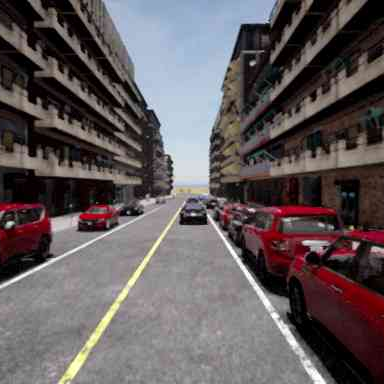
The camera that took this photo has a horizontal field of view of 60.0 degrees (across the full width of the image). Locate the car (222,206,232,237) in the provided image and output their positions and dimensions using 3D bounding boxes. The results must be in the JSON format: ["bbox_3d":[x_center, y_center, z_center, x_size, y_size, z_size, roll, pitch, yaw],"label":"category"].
[{"bbox_3d":[2.649,1.540,15.134,1.947,1.339,4.313,-1,0,0],"label":"car"}]

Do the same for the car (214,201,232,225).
[{"bbox_3d":[2.651,1.508,20.799,1.887,1.381,4.507,-1,0,0],"label":"car"}]

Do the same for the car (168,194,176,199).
[{"bbox_3d":[-5.673,1.335,94.387,1.947,1.339,4.313,-1,0,0],"label":"car"}]

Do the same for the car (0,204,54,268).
[{"bbox_3d":[-5.704,1.300,9.412,2.192,1.841,5.009,-1,0,0],"label":"car"}]

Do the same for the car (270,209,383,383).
[{"bbox_3d":[2.641,1.309,3.804,2.192,1.841,5.009,-1,0,0],"label":"car"}]

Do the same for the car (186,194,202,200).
[{"bbox_3d":[0.114,1.433,46.190,1.812,1.442,4.674,0,0,0],"label":"car"}]

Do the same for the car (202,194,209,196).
[{"bbox_3d":[2.693,1.452,49.121,2.008,1.369,4.403,-1,0,0],"label":"car"}]

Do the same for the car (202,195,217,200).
[{"bbox_3d":[2.693,1.480,43.456,1.947,1.339,4.313,-1,0,0],"label":"car"}]

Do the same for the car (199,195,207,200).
[{"bbox_3d":[2.704,1.387,83.109,1.802,1.307,4.206,-1,0,0],"label":"car"}]

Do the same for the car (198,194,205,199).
[{"bbox_3d":[2.707,1.314,94.438,1.887,1.381,4.507,-1,0,0],"label":"car"}]

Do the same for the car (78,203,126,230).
[{"bbox_3d":[-5.696,1.508,20.742,1.887,1.381,4.507,-1,0,0],"label":"car"}]

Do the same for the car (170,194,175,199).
[{"bbox_3d":[-5.675,1.313,88.550,1.752,1.417,4.829,-1,0,0],"label":"car"}]

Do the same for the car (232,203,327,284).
[{"bbox_3d":[2.643,1.299,9.470,2.192,1.841,5.009,-1,0,0],"label":"car"}]

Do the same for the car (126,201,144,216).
[{"bbox_3d":[-5.692,1.505,32.073,1.947,1.339,4.313,-1,0,0],"label":"car"}]

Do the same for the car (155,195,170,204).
[{"bbox_3d":[-5.684,1.424,60.397,2.008,1.369,4.403,-1,0,0],"label":"car"}]

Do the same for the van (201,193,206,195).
[{"bbox_3d":[2.695,1.198,66.114,1.690,1.788,3.998,-1,0,0],"label":"van"}]

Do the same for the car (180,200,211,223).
[{"bbox_3d":[0.108,1.518,24.893,1.994,1.385,4.181,0,0,0],"label":"car"}]

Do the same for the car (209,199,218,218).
[{"bbox_3d":[2.658,1.517,26.463,1.947,1.339,4.313,-1,0,0],"label":"car"}]

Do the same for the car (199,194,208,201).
[{"bbox_3d":[2.700,1.263,77.444,1.967,1.590,4.097,-1,0,0],"label":"car"}]
